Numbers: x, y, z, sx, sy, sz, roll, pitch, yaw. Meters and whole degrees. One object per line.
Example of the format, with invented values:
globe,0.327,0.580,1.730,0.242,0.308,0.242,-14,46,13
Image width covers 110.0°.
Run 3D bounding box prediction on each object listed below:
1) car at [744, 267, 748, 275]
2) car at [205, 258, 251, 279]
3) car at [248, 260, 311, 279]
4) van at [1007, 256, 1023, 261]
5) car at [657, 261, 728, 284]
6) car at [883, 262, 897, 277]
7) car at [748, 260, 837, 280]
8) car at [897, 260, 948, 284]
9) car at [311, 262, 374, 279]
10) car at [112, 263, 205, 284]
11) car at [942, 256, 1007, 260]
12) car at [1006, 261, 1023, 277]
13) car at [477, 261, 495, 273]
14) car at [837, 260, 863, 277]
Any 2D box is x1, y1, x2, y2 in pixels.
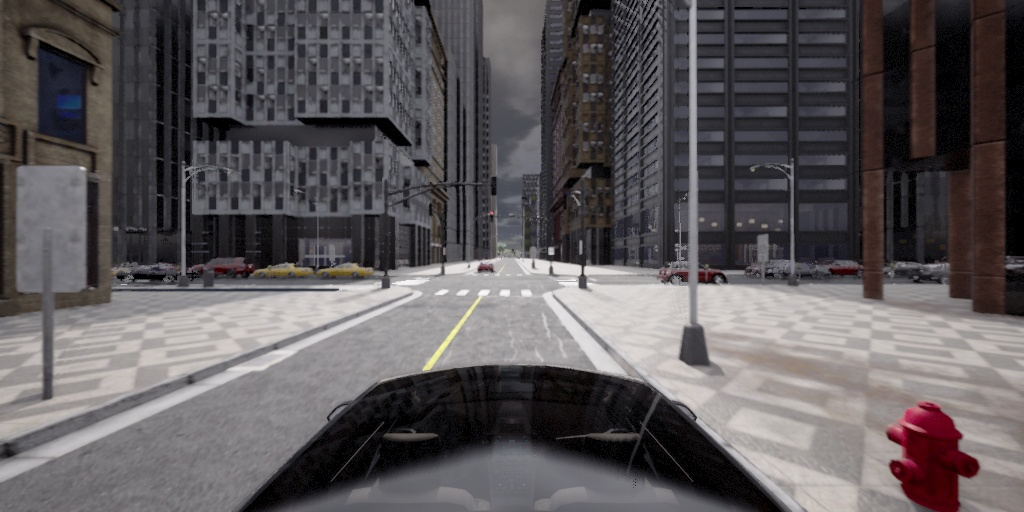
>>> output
car,23.150,1.079,32.117,4.097,1.591,1.967,0,0,0
car,-26.045,1.080,32.421,5.009,1.841,2.192,0,0,0
car,-20.614,1.276,32.388,4.829,1.417,1.751,0,0,0
van,45.586,0.930,31.979,3.998,1.789,1.690,0,0,0
car,11.898,1.094,23.661,4.097,1.591,1.967,0,0,0
car,34.369,1.163,32.048,4.403,1.370,2.007,0,0,0
car,22.928,1.183,29.457,5.357,1.411,2.033,0,0,0
car,28.725,1.164,23.557,4.403,1.370,2.007,0,0,0
car,-15.012,1.261,32.353,4.829,1.417,1.751,0,0,0
car,-26.083,1.358,26.562,4.718,1.301,1.895,0,0,0
car,39.978,0.915,32.013,5.009,1.841,2.192,0,0,0
car,34.334,1.167,23.523,4.313,1.339,1.948,0,0,0
car,-2.996,1.282,41.739,1.895,1.301,4.718,0,0,0
car,28.759,1.066,32.083,4.097,1.591,1.967,0,0,0
